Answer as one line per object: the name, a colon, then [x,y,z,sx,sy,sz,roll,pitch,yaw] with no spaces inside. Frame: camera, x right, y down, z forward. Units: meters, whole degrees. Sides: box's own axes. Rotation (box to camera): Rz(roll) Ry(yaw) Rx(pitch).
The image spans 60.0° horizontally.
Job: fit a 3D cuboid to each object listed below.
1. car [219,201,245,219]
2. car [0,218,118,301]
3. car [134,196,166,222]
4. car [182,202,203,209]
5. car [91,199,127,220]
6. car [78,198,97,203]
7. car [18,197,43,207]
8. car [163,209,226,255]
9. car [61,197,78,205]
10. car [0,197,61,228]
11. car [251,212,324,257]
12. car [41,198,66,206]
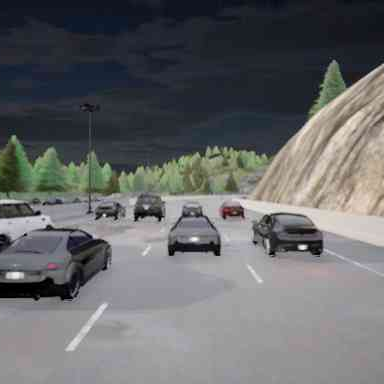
car: [3.560,1.571,30.248,1.882,1.535,5.008,0,0,0]
car: [-3.415,1.593,8.448,1.994,1.385,4.181,0,0,0]
car: [-3.436,1.311,27.761,2.150,2.045,5.566,0,0,0]
car: [0.048,1.620,29.726,1.812,1.442,4.674,0,0,0]
car: [-6.938,1.600,28.761,1.837,1.490,4.892,0,0,0]
car: [-17.515,1.740,57.972,2.033,1.411,5.357,0,0,2]
car: [-28.010,1.700,57.887,1.837,1.490,4.892,0,0,2]
car: [0.082,1.607,13.489,1.994,1.385,4.181,0,0,0]
car: [-20.993,1.700,58.210,1.837,1.490,4.892,0,0,2]
car: [-6.915,1.263,11.815,2.150,2.045,5.566,0,0,0]
car: [3.583,1.545,13.187,1.837,1.490,4.892,0,0,0]
car: [-24.474,1.747,58.929,2.033,1.411,5.357,0,0,2]
